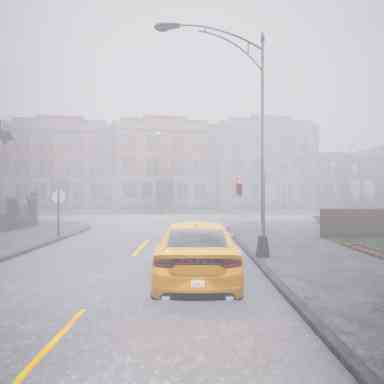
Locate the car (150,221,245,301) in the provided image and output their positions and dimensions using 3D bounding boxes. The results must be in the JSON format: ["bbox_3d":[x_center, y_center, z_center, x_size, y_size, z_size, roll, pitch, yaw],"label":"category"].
[{"bbox_3d":[0.110,1.478,8.396,1.882,1.535,5.008,0,0,0],"label":"car"}]
